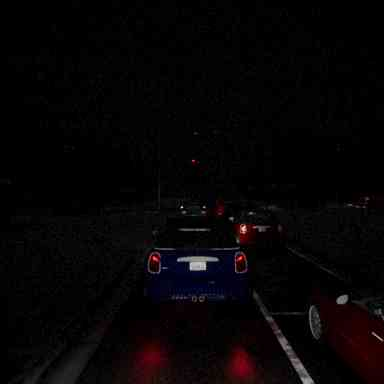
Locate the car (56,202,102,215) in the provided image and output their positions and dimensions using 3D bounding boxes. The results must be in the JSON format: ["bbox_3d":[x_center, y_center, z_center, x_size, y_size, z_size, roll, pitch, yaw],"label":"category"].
[{"bbox_3d":[-12.476,1.824,36.896,4.902,1.511,2.128,-2,1,1],"label":"car"}]

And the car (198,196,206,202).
[{"bbox_3d":[2.595,1.659,83.963,1.887,1.381,4.507,-1,0,0],"label":"car"}]

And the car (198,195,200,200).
[{"bbox_3d":[2.602,1.363,56.931,2.192,1.841,5.009,-1,0,0],"label":"car"}]

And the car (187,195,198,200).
[{"bbox_3d":[-0.030,1.624,78.319,2.128,1.511,4.902,0,0,0],"label":"car"}]

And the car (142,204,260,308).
[{"bbox_3d":[0.066,1.351,8.106,2.097,1.767,4.553,0,0,-1],"label":"car"}]

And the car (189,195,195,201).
[{"bbox_3d":[-0.035,1.664,92.053,1.812,1.442,4.674,0,0,0],"label":"car"}]

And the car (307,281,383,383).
[{"bbox_3d":[2.628,1.581,3.553,1.802,1.307,4.206,-1,0,0],"label":"car"}]

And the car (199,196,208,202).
[{"bbox_3d":[2.597,1.650,78.556,2.008,1.369,4.403,-1,0,0],"label":"car"}]

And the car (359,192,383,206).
[{"bbox_3d":[22.507,0.762,39.871,4.553,1.767,2.097,-1,1,0],"label":"car"}]

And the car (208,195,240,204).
[{"bbox_3d":[2.616,1.322,25.163,2.192,1.841,5.009,-1,0,0],"label":"car"}]

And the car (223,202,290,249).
[{"bbox_3d":[2.622,1.441,14.358,1.967,1.590,4.097,-1,0,0],"label":"car"}]

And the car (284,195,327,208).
[{"bbox_3d":[13.555,1.130,39.866,4.892,1.490,1.837,-1,1,0],"label":"car"}]

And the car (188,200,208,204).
[{"bbox_3d":[0.092,1.571,25.453,1.994,1.385,4.181,0,0,-1],"label":"car"}]

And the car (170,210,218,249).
[{"bbox_3d":[0.088,1.602,15.441,1.895,1.301,4.718,0,0,0],"label":"car"}]

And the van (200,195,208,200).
[{"bbox_3d":[2.605,1.379,51.525,1.690,1.788,3.998,-1,0,0],"label":"van"}]
